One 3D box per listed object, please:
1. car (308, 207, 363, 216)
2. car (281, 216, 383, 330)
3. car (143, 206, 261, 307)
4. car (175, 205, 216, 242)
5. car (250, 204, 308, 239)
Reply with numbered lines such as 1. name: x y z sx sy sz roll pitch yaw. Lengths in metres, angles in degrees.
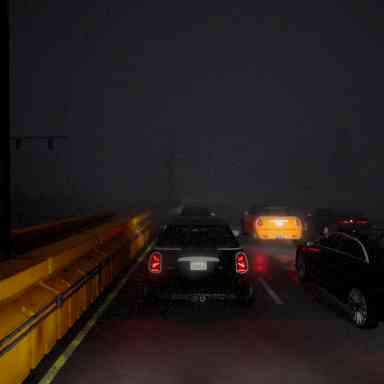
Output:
1. car: 7.157 1.505 16.852 1.837 1.490 4.892 0 0 0
2. car: 3.621 1.492 6.872 2.128 1.511 4.902 0 0 0
3. car: 0.125 1.352 8.112 2.097 1.767 4.553 0 0 0
4. car: 0.158 1.505 17.288 1.837 1.490 4.892 0 0 0
5. car: 3.655 1.352 15.983 2.097 1.767 4.553 0 0 0
